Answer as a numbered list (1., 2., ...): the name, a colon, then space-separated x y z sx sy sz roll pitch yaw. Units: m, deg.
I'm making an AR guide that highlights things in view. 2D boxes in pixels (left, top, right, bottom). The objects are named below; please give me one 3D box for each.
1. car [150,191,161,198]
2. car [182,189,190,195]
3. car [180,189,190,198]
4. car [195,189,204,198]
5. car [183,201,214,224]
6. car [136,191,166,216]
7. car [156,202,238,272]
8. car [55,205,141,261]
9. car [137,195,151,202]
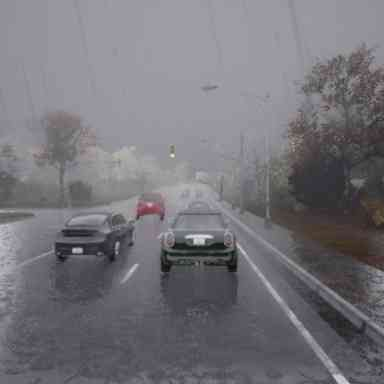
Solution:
1. car: -8.751 0.539 79.673 1.882 1.535 5.008 0 3 1
2. car: -1.514 -0.092 88.952 2.033 1.411 5.357 0 3 1
3. car: -1.777 0.658 78.542 2.033 1.411 5.357 0 3 1
4. car: 1.722 0.659 78.453 2.033 1.411 5.357 0 3 1
5. car: 0.479 1.422 24.811 2.033 1.411 5.357 0 0 1
6. car: -3.378 1.084 27.296 2.150 2.045 5.566 0 0 -6
7. car: 0.213 1.297 10.813 2.097 1.767 4.553 0 0 1
8. car: -3.272 1.442 12.026 1.837 1.490 4.892 0 0 1
9. car: -9.152 1.268 64.185 1.895 1.301 4.718 0 1 2
